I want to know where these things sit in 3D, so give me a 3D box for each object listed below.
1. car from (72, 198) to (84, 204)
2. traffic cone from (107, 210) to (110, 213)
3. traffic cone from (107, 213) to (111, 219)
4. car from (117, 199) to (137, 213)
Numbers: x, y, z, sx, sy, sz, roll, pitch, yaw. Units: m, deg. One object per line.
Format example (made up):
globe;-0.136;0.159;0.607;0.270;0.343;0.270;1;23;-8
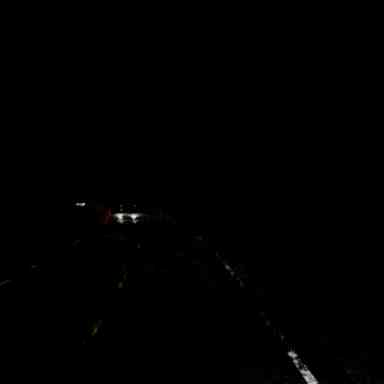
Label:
car;-27.721;2.203;80.754;1.994;1.385;4.181;0;-1;-34
traffic cone;-7.660;2.185;30.691;0.340;0.580;0.340;0;0;-13
traffic cone;-6.676;2.150;25.881;0.340;0.580;0.340;0;0;-11
car;-8.001;1.654;40.896;2.097;1.767;4.553;0;0;-17
